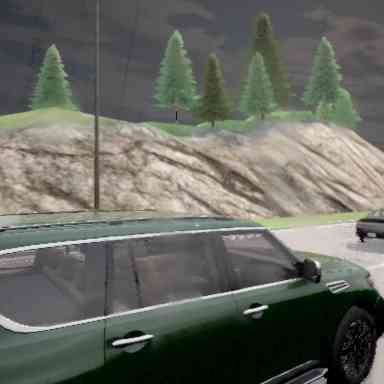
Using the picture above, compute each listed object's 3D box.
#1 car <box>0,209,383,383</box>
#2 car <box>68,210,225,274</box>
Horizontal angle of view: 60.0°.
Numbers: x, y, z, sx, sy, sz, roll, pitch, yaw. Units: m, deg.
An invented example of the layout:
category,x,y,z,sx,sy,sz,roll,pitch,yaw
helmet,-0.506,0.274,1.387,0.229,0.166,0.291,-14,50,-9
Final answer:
category,x,y,z,sx,sy,sz,roll,pitch,yaw
car,-0.147,1.219,3.637,5.566,2.045,2.150,0,0,-36
car,-1.421,1.483,11.335,4.902,1.511,2.128,0,0,-36
